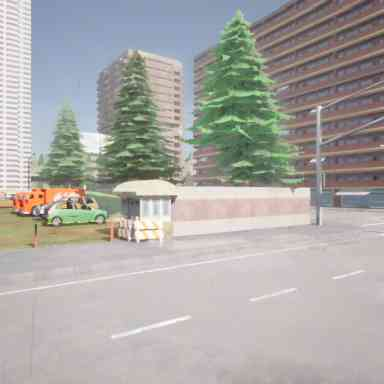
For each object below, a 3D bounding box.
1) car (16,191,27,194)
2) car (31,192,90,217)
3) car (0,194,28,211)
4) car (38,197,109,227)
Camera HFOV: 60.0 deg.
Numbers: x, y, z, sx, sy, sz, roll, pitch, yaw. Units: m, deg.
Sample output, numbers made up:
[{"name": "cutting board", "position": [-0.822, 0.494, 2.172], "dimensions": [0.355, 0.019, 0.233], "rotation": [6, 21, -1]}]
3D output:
[{"name": "car", "position": [-25.825, 1.204, 46.621], "dimensions": [3.866, 1.878, 1.905], "rotation": [0, 0, -35]}, {"name": "car", "position": [-9.483, 1.172, 25.532], "dimensions": [4.605, 1.855, 1.932], "rotation": [0, 0, -35]}, {"name": "car", "position": [-24.546, 1.394, 44.099], "dimensions": [4.193, 1.474, 1.816], "rotation": [0, 0, -35]}, {"name": "car", "position": [-7.458, 1.340, 21.482], "dimensions": [3.988, 1.617, 1.851], "rotation": [0, 0, -35]}]
